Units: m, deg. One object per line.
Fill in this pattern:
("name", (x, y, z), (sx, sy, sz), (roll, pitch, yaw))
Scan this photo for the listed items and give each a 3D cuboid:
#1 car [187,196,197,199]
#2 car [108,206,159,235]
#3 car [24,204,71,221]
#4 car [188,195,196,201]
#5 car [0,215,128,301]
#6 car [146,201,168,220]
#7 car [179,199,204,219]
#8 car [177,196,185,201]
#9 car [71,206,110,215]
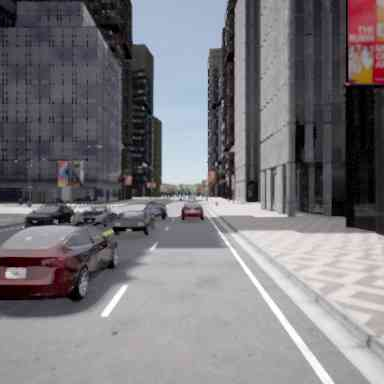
("car", (0.086, 1.811, 53.224), (1.812, 1.442, 4.674), (0, 0, 0))
("car", (-3.247, 1.716, 19.488), (1.895, 1.301, 4.718), (0, 0, 0))
("car", (-9.846, 1.614, 23.352), (1.882, 1.535, 5.008), (0, 0, 0))
("car", (0.010, 1.693, 92.512), (2.097, 1.767, 4.553), (0, 0, 0))
("car", (-3.249, 1.555, 8.489), (2.163, 1.488, 4.792), (0, 0, 0))
("car", (-3.246, 1.606, 30.459), (2.033, 1.649, 4.856), (0, 0, 0))
("car", (0.044, 1.680, 30.892), (2.163, 1.488, 4.792), (0, 0, 0))
("car", (-3.240, 1.934, 92.572), (1.895, 1.301, 4.718), (0, 0, 0))
("car", (-6.596, 1.701, 23.425), (1.994, 1.385, 4.181), (0, 0, 0))
